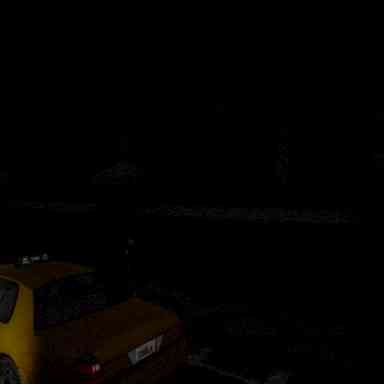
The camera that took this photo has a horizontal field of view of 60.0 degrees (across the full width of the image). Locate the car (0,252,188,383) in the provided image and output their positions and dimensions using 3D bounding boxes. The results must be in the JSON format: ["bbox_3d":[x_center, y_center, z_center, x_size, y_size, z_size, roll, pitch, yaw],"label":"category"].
[{"bbox_3d":[-2.333,1.525,4.625,4.829,1.417,1.752,0,0,35],"label":"car"}]
